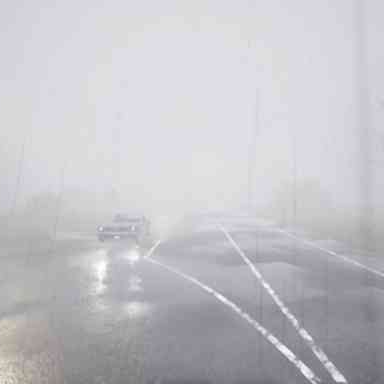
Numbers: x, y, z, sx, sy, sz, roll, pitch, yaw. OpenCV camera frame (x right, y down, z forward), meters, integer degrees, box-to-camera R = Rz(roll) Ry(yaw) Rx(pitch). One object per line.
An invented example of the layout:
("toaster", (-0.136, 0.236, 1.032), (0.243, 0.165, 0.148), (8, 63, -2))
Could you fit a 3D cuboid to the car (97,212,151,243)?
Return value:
("car", (-3.307, 1.731, 16.935), (1.895, 1.301, 4.718), (0, -1, 1))
